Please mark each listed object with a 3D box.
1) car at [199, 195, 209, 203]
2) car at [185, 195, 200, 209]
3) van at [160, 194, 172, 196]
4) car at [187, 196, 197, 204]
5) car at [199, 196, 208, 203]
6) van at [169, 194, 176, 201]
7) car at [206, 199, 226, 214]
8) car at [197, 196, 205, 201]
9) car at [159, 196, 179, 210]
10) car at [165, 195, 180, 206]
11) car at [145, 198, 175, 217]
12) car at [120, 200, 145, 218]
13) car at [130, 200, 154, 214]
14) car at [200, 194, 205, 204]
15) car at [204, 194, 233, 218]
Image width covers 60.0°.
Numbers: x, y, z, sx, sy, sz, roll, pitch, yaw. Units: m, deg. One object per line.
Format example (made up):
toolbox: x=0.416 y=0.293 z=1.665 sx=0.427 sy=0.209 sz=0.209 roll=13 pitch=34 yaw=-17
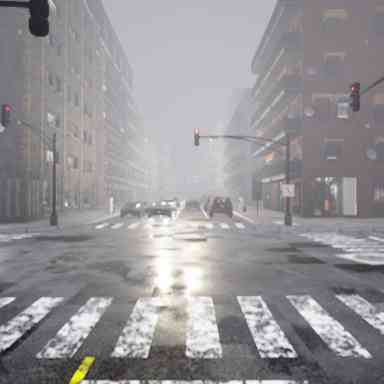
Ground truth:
car: x=2.524 y=1.515 z=69.327 sx=1.967 sy=1.590 sz=4.097 roll=1 pitch=0 yaw=0
car: x=0.066 y=1.490 z=44.594 sx=2.128 sy=1.511 sz=4.902 roll=0 pitch=0 yaw=0
van: x=-5.348 y=1.390 z=63.721 sx=1.690 sy=1.788 sz=3.998 roll=1 pitch=0 yaw=0
car: x=0.019 y=1.637 z=68.975 sx=1.994 sy=1.385 sz=4.181 roll=0 pitch=0 yaw=0
car: x=2.518 y=1.684 z=74.887 sx=1.802 sy=1.307 sz=4.206 roll=1 pitch=0 yaw=0
van: x=-5.372 y=1.534 z=91.541 sx=1.690 sy=1.788 sz=3.998 roll=1 pitch=0 yaw=0
car: x=2.553 y=1.519 z=36.134 sx=1.752 sy=1.417 sz=4.829 roll=1 pitch=0 yaw=0
car: x=2.505 y=1.759 z=91.578 sx=1.947 sy=1.339 sz=4.313 roll=1 pitch=0 yaw=0
car: x=-2.859 y=1.521 z=40.477 sx=1.812 sy=1.442 sz=4.674 roll=0 pitch=0 yaw=0
car: x=-2.798 y=1.536 z=50.679 sx=1.812 sy=1.442 sz=4.674 roll=0 pitch=0 yaw=0
car: x=-2.867 y=1.557 z=30.587 sx=1.994 sy=1.385 sz=4.181 roll=0 pitch=0 yaw=0
car: x=-5.323 y=1.559 z=30.352 sx=1.947 sy=1.339 sz=4.313 roll=1 pitch=0 yaw=0
car: x=-5.328 y=1.559 z=35.913 sx=1.947 sy=1.339 sz=4.313 roll=1 pitch=0 yaw=0
car: x=2.551 y=1.311 z=41.529 sx=2.192 sy=1.841 sz=5.009 roll=1 pitch=0 yaw=0
car: x=2.561 y=1.308 z=30.404 sx=2.192 sy=1.841 sz=5.009 roll=1 pitch=0 yaw=0
